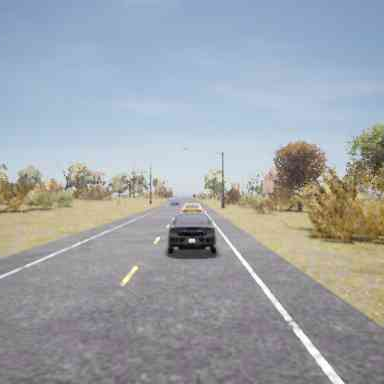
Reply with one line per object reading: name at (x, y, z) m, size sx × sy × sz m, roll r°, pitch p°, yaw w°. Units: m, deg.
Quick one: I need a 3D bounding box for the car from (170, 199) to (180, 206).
car at (-3.554, 2.191, 71.010) m, size 1.882 × 1.535 × 5.008 m, roll 0°, pitch -1°, yaw 0°

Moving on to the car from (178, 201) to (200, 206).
car at (0.009, 1.765, 29.492) m, size 1.882 × 1.535 × 5.008 m, roll 0°, pitch 0°, yaw 0°

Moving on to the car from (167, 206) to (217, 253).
car at (0.007, 1.618, 14.488) m, size 1.882 × 1.535 × 5.008 m, roll 0°, pitch 0°, yaw 0°
